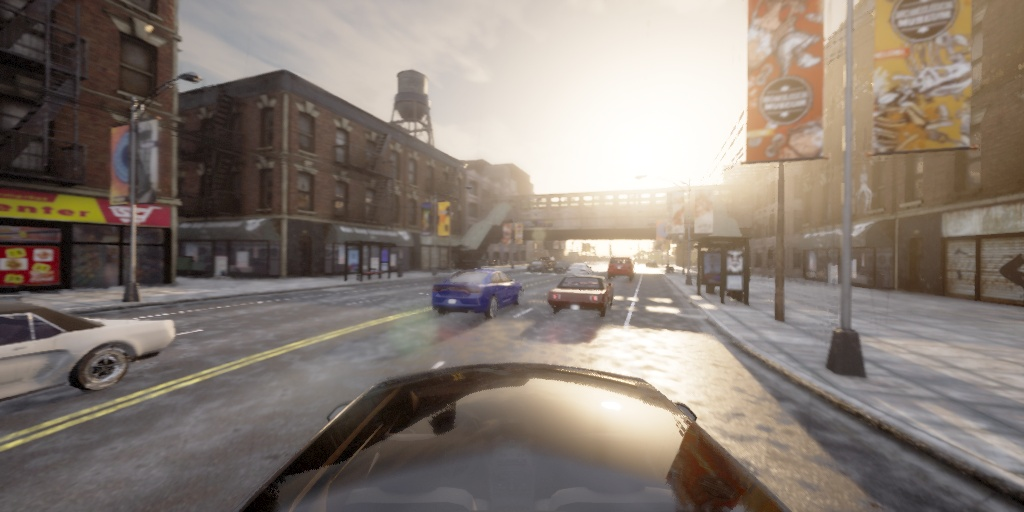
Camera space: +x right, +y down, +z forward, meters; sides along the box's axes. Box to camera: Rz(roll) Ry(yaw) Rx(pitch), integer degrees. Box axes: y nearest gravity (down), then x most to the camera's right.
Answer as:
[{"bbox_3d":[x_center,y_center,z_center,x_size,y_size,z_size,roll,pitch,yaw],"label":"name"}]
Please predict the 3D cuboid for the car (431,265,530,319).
[{"bbox_3d":[-1.029,1.213,13.042,1.882,1.535,5.008,1,0,18],"label":"car"}]

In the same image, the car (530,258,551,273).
[{"bbox_3d":[3.321,1.316,45.446,1.812,1.442,4.674,1,0,21],"label":"car"}]

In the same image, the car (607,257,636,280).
[{"bbox_3d":[10.145,1.102,33.249,2.150,2.045,5.566,1,0,21],"label":"car"}]

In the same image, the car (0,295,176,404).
[{"bbox_3d":[-6.859,1.261,3.891,1.895,1.301,4.718,1,0,6],"label":"car"}]

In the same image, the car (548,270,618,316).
[{"bbox_3d":[2.820,1.387,13.747,1.895,1.301,4.718,1,0,20],"label":"car"}]

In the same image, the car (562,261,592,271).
[{"bbox_3d":[6.189,1.355,32.716,1.812,1.442,4.674,1,0,20],"label":"car"}]

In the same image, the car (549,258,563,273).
[{"bbox_3d":[6.309,1.336,43.463,1.837,1.490,4.892,1,0,21],"label":"car"}]

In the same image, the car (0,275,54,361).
[{"bbox_3d":[-10.189,1.121,4.719,1.837,1.490,4.892,0,0,6],"label":"car"}]
